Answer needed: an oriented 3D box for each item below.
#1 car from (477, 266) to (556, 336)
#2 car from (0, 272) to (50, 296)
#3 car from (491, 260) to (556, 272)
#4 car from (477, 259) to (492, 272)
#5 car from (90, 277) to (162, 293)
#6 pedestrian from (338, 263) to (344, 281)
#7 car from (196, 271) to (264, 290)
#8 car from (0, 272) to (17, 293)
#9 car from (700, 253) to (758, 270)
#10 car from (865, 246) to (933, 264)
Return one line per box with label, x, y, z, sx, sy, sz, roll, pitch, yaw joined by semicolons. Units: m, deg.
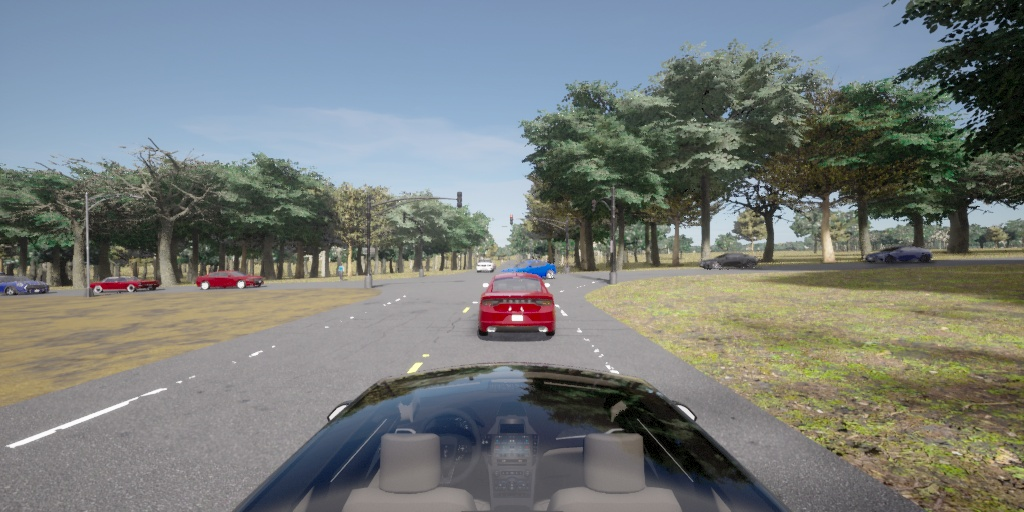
car;0.129;1.229;10.446;1.882;1.535;5.008;0;0;0
car;-43.321;2.500;31.141;4.553;1.767;2.097;-2;-1;3
car;1.194;1.107;26.978;5.008;1.535;1.882;-2;-1;-43
car;-3.910;1.391;53.011;2.150;2.045;5.566;0;-1;1
car;-33.040;2.415;30.647;4.718;1.301;1.895;-2;-1;3
pedestrian;-17.905;1.665;37.570;0.375;1.860;0.375;0;1;3
car;-23.682;1.973;30.224;5.008;1.535;1.882;-2;-1;2
car;-52.812;2.699;35.247;5.566;2.045;2.150;-2;-1;3
car;19.346;0.466;32.073;4.674;1.442;1.812;-2;-1;2
car;33.867;-0.105;31.451;4.674;1.442;1.812;-2;-1;3
